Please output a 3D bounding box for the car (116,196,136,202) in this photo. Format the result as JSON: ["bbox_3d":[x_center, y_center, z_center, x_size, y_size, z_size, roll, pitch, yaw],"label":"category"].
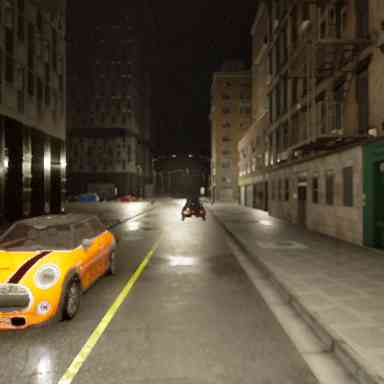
[{"bbox_3d":[-14.437,1.544,72.881,4.206,1.307,1.802,0,0,0],"label":"car"}]

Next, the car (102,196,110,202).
[{"bbox_3d":[-20.086,1.568,72.889,4.313,1.339,1.947,0,0,0],"label":"car"}]

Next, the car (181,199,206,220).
[{"bbox_3d":[0.113,1.546,27.249,1.895,1.301,4.718,0,0,0],"label":"car"}]

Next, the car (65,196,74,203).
[{"bbox_3d":[-25.735,1.592,72.897,4.403,1.369,2.008,0,0,0],"label":"car"}]

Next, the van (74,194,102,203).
[{"bbox_3d":[-20.091,1.287,64.365,3.998,1.788,1.690,0,0,0],"label":"van"}]

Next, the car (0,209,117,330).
[{"bbox_3d":[-3.097,1.337,7.180,2.097,1.767,4.553,0,0,0],"label":"car"}]

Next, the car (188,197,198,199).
[{"bbox_3d":[0.122,1.385,44.184,1.882,1.535,5.008,0,0,0],"label":"car"}]
